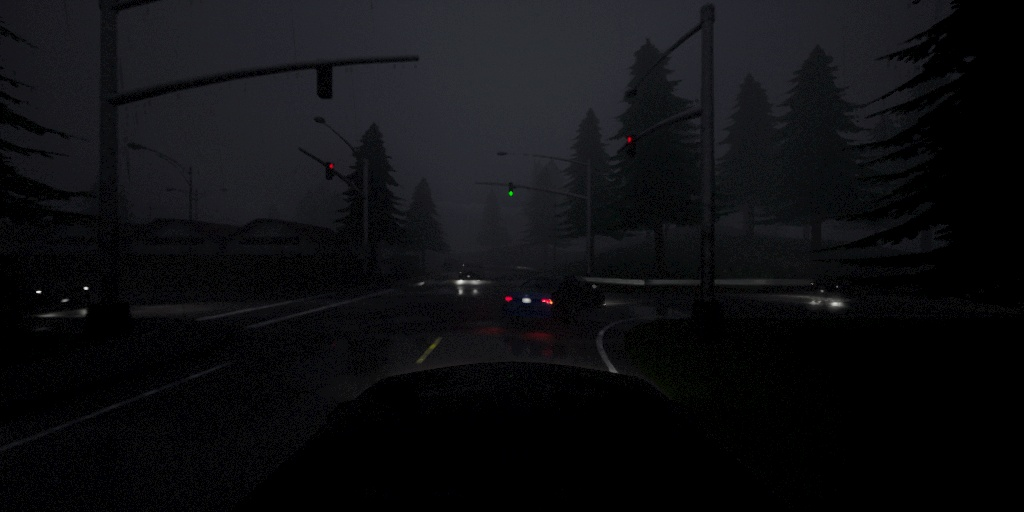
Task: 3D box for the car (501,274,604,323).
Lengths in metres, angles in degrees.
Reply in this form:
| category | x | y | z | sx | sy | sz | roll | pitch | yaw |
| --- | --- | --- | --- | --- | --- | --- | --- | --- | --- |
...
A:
| category | x | y | z | sx | sy | sz | roll | pitch | yaw |
| --- | --- | --- | --- | --- | --- | --- | --- | --- | --- |
| car | 1.632 | 1.311 | 12.356 | 2.033 | 1.411 | 5.357 | 0 | 0 | 29 |

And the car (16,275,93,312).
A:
| category | x | y | z | sx | sy | sz | roll | pitch | yaw |
| --- | --- | --- | --- | --- | --- | --- | --- | --- | --- |
| car | -19.135 | 1.376 | 13.581 | 4.718 | 1.301 | 1.895 | 0 | 0 | 0 |

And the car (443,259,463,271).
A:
| category | x | y | z | sx | sy | sz | roll | pitch | yaw |
| --- | --- | --- | --- | --- | --- | --- | --- | --- | --- |
| car | -7.143 | 1.144 | 47.664 | 4.553 | 1.767 | 2.097 | 0 | 0 | 40 |

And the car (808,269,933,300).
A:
| category | x | y | z | sx | sy | sz | roll | pitch | yaw |
| --- | --- | --- | --- | --- | --- | --- | --- | --- | --- |
| car | 17.801 | 1.328 | 17.531 | 5.357 | 1.411 | 2.033 | 0 | 0 | 0 |

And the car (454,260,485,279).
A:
| category | x | y | z | sx | sy | sz | roll | pitch | yaw |
| --- | --- | --- | --- | --- | --- | --- | --- | --- | --- |
| car | -3.552 | 1.325 | 32.607 | 2.033 | 1.411 | 5.357 | 0 | 0 | 2 |
